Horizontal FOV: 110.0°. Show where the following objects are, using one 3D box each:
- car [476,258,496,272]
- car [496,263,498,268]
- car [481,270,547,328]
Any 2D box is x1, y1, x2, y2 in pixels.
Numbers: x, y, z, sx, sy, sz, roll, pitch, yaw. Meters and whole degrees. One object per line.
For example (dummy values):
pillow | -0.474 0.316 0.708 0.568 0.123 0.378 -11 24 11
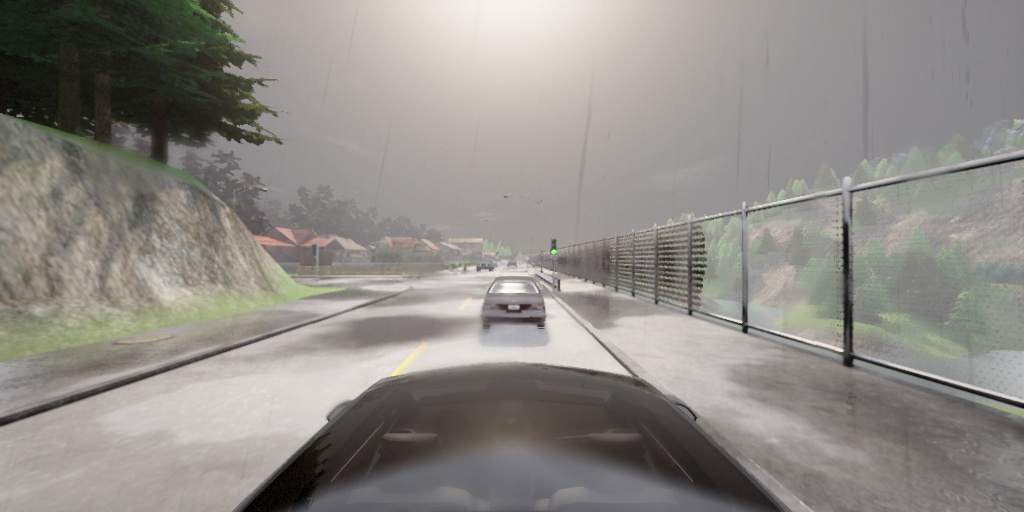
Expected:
car | -4.068 1.269 53.633 2.150 2.045 5.566 0 0 0
car | -4.026 1.654 63.873 2.033 1.411 5.357 0 0 0
car | 0.063 1.354 11.596 2.033 1.411 5.357 0 0 0
